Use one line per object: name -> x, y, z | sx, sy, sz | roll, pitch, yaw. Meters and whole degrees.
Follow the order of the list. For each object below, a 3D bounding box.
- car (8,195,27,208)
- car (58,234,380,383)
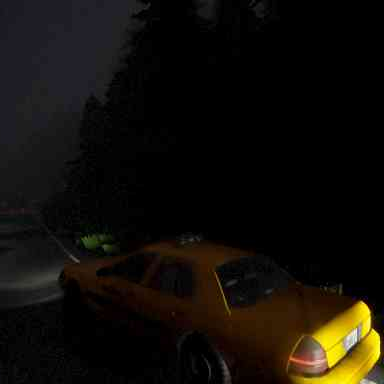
car -> -21.020, 1.057, 40.137 | 2.128, 1.511, 4.902 | -2, 2, -26
car -> -0.242, 1.417, 5.102 | 5.366, 1.575, 1.801 | 1, 1, 45
